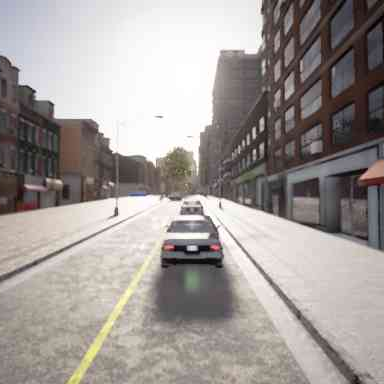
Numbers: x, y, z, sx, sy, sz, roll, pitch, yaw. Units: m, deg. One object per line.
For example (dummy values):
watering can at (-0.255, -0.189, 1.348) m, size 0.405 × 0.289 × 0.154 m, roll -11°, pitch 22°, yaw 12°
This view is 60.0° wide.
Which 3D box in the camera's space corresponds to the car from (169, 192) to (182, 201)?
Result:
car at (-2.817, 0.765, 57.212) m, size 1.882 × 1.535 × 5.008 m, roll 0°, pitch 1°, yaw 0°

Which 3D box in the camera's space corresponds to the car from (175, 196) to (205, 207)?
car at (0.014, 1.274, 25.965) m, size 2.033 × 1.411 × 5.357 m, roll 0°, pitch 1°, yaw 1°

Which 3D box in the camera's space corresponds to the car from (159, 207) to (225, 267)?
car at (0.018, 1.449, 10.946) m, size 2.033 × 1.411 × 5.357 m, roll 0°, pitch 1°, yaw 0°

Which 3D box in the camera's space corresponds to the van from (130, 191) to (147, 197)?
van at (-12.938, 0.607, 81.207) m, size 3.998 × 1.788 × 1.690 m, roll 0°, pitch -2°, yaw 0°
